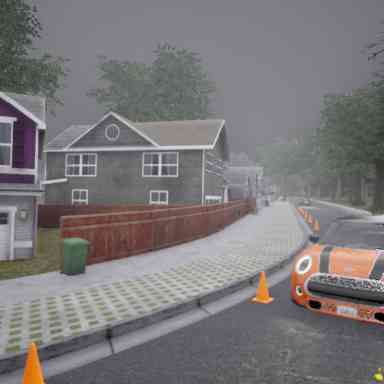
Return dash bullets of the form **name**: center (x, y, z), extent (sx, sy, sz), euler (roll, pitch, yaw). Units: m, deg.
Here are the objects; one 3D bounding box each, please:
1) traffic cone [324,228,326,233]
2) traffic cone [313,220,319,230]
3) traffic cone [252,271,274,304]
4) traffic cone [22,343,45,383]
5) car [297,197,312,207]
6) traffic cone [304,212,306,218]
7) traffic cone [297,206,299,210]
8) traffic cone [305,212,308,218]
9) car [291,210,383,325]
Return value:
- **traffic cone**: center (5.922, 1.913, 14.765), extent (0.340, 0.580, 0.340), euler (1, 0, 19)
- **traffic cone**: center (7.271, 1.918, 19.424), extent (0.340, 0.580, 0.340), euler (1, 0, 16)
- **traffic cone**: center (1.466, 1.938, 6.870), extent (0.340, 0.580, 0.340), euler (0, 0, 40)
- **traffic cone**: center (-1.747, 1.954, 3.647), extent (0.340, 0.580, 0.340), euler (0, 0, -40)
- **car**: center (18.892, 1.616, 55.978), extent (2.128, 1.511, 4.902), euler (1, 0, 9)
- **traffic cone**: center (9.956, 1.953, 29.059), extent (0.340, 0.580, 0.340), euler (1, 0, 16)
- **traffic cone**: center (12.643, 1.990, 38.694), extent (0.340, 0.580, 0.340), euler (1, 0, 16)
- **traffic cone**: center (8.614, 1.935, 24.242), extent (0.340, 0.580, 0.340), euler (1, 0, 16)
- **car**: center (3.783, 1.340, 7.249), extent (2.097, 1.767, 4.553), euler (0, 0, 34)
